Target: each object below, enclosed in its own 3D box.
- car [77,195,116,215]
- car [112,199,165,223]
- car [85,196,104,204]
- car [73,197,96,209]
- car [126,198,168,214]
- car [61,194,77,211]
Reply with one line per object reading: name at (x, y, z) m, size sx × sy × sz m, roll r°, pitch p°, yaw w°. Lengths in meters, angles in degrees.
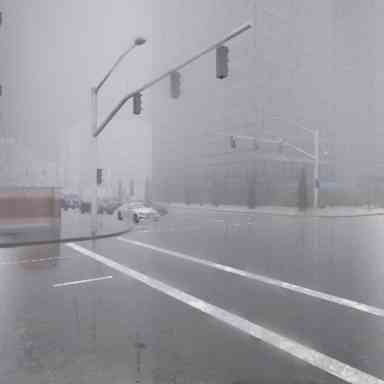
car at (-9.518, 1.352, 33.187) m, size 2.097 × 1.767 × 4.553 m, roll 0°, pitch 0°, yaw -36°
car at (-4.294, 1.526, 25.887) m, size 1.812 × 1.442 × 4.674 m, roll 0°, pitch 0°, yaw -36°
car at (-19.015, 1.490, 64.833) m, size 2.128 × 1.511 × 4.902 m, roll 0°, pitch 0°, yaw -36°
car at (-15.406, 1.526, 47.447) m, size 1.812 × 1.442 × 4.674 m, roll 0°, pitch 0°, yaw -35°
car at (-4.402, 1.547, 32.049) m, size 2.033 × 1.411 × 5.357 m, roll 0°, pitch 0°, yaw -36°
car at (-15.112, 1.221, 41.003) m, size 2.150 × 2.045 × 5.566 m, roll 0°, pitch 0°, yaw -36°
